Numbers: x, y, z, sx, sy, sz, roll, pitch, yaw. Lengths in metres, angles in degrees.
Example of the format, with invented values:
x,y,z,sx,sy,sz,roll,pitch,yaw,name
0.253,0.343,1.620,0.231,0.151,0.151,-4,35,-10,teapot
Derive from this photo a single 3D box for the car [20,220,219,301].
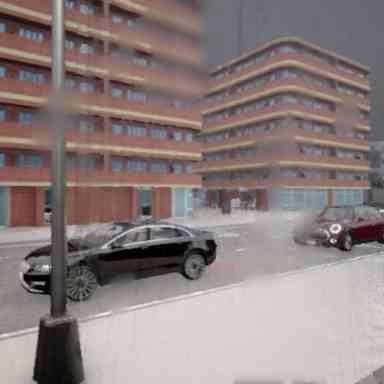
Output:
x,y,z,sx,sy,sz,roll,pitch,yaw,name
-1.572,1.492,8.392,4.902,1.511,2.128,0,0,-35,car

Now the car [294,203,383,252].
x,y,z,sx,sy,sz,roll,pitch,yaw,name
6.391,1.354,14.077,4.553,1.767,2.097,0,0,-36,car
